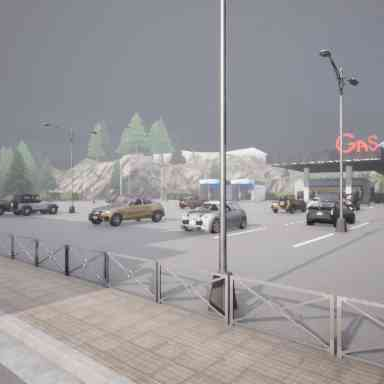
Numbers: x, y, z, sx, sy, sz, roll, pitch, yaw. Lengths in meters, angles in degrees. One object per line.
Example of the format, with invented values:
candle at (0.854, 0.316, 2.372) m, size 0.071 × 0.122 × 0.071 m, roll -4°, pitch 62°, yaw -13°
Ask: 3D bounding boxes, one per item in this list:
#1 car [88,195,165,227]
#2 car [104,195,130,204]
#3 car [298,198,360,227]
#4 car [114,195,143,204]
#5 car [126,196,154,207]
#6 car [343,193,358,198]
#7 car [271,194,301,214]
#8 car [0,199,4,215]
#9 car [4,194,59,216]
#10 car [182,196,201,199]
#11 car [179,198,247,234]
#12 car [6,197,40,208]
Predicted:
car at (-3.971, 1.169, 21.026) m, size 2.152 × 1.636 × 5.027 m, roll 0°, pitch 0°, yaw 39°
car at (-14.040, 1.355, 62.717) m, size 2.007 × 1.523 × 4.514 m, roll 0°, pitch 0°, yaw 39°
car at (8.496, 1.313, 20.301) m, size 2.007 × 1.523 × 4.514 m, roll 0°, pitch 0°, yaw 39°
car at (-11.587, 1.346, 60.762) m, size 2.152 × 1.636 × 5.027 m, roll 0°, pitch 0°, yaw 39°
car at (-7.330, 1.335, 47.305) m, size 1.845 × 1.501 × 3.633 m, roll 0°, pitch 0°, yaw 39°
car at (17.052, 1.092, 36.420) m, size 1.905 × 1.878 × 3.866 m, roll 0°, pitch 0°, yaw 39°
car at (9.510, 1.113, 32.441) m, size 1.932 × 1.855 × 4.605 m, roll 0°, pitch 0°, yaw 39°
car at (-16.346, 1.113, 30.697) m, size 1.932 × 1.855 × 4.605 m, roll 0°, pitch 0°, yaw 39°
car at (-13.842, 1.092, 29.166) m, size 1.905 × 1.878 × 3.866 m, roll 0°, pitch 0°, yaw 39°
car at (0.353, 1.313, 40.915) m, size 2.007 × 1.523 × 4.514 m, roll 0°, pitch 0°, yaw 39°
car at (1.186, 1.248, 17.193) m, size 1.970 × 1.475 × 3.806 m, roll 0°, pitch 0°, yaw 39°
car at (-23.576, 1.399, 46.455) m, size 1.970 × 1.475 × 3.806 m, roll 0°, pitch 0°, yaw 39°
